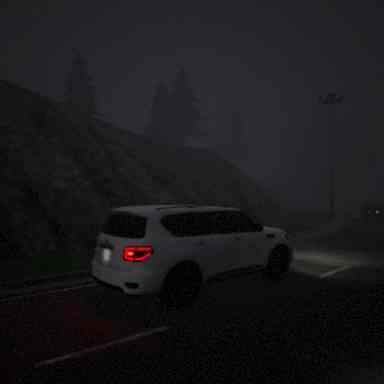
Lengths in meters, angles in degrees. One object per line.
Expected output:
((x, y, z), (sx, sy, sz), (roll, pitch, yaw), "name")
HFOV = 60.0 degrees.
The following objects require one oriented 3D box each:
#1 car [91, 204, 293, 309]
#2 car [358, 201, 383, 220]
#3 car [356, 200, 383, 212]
((0.299, 1.324, 8.418), (5.566, 2.045, 2.150), (0, 0, -41), "car")
((16.531, 1.785, 30.371), (2.033, 1.411, 5.357), (-1, -1, 21), "car")
((24.809, 1.909, 46.234), (2.033, 1.411, 5.357), (-1, -1, 10), "car")
